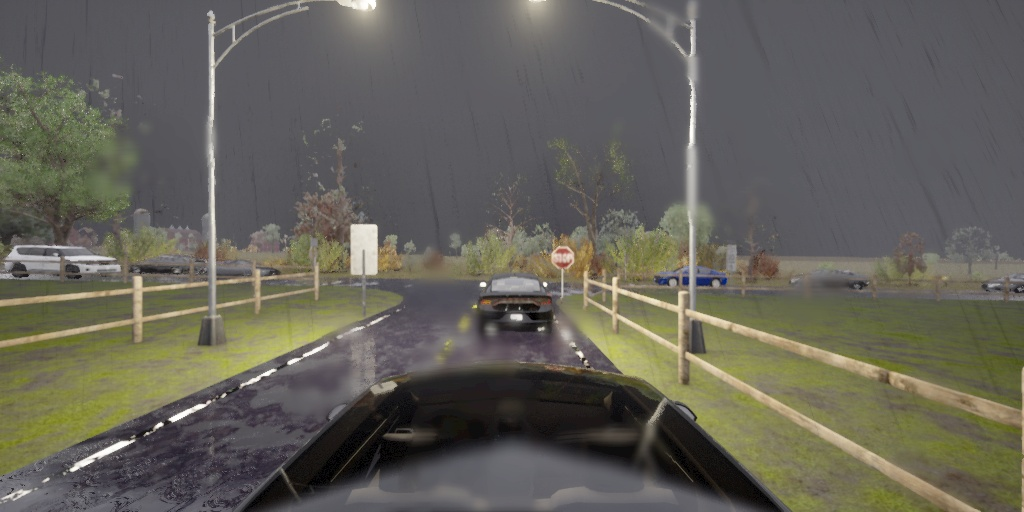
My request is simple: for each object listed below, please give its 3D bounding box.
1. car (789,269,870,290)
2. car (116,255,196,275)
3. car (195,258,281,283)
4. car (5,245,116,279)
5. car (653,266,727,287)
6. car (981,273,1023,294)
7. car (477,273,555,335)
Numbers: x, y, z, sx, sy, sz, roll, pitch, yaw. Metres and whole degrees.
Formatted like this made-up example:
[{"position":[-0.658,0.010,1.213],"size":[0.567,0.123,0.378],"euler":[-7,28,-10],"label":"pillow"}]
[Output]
[{"position":[23.037,1.709,26.134],"size":[4.902,1.511,2.128],"euler":[1,1,0],"label":"car"},{"position":[-25.042,0.675,26.135],"size":[4.902,1.511,2.128],"euler":[1,1,0],"label":"car"},{"position":[-17.381,0.955,23.186],"size":[4.181,1.385,1.994],"euler":[1,1,0],"label":"car"},{"position":[-28.903,0.361,23.182],"size":[5.566,2.045,2.150],"euler":[1,1,0],"label":"car"},{"position":[12.890,1.480,26.101],"size":[5.008,1.535,1.882],"euler":[1,1,-1],"label":"car"},{"position":[37.408,2.013,26.115],"size":[4.902,1.511,2.128],"euler":[1,1,1],"label":"car"},{"position":[0.062,1.215,10.469],"size":[1.882,1.535,5.008],"euler":[0,0,-1],"label":"car"}]
